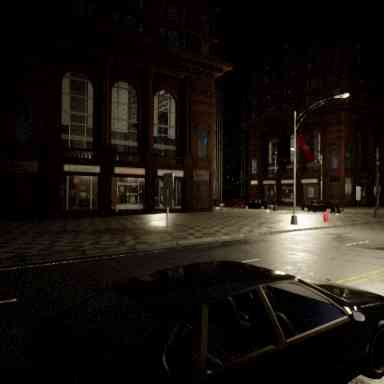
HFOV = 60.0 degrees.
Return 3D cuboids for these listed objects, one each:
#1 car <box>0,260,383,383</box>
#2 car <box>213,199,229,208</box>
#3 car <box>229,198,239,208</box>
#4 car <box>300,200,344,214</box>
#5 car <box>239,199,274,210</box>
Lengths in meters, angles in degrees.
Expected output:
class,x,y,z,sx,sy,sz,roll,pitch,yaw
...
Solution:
class,x,y,z,sx,sy,sz,roll,pitch,yaw
car,0.423,1.548,3.744,5.357,1.411,2.033,0,0,-36
car,3.350,1.787,53.358,1.812,1.442,4.674,1,-1,-35
car,6.874,1.769,53.918,1.882,1.535,5.008,1,-1,-35
car,14.594,1.677,37.507,1.837,1.490,4.892,1,-1,-35
car,9.105,1.720,45.245,1.837,1.490,4.892,1,-1,-35
